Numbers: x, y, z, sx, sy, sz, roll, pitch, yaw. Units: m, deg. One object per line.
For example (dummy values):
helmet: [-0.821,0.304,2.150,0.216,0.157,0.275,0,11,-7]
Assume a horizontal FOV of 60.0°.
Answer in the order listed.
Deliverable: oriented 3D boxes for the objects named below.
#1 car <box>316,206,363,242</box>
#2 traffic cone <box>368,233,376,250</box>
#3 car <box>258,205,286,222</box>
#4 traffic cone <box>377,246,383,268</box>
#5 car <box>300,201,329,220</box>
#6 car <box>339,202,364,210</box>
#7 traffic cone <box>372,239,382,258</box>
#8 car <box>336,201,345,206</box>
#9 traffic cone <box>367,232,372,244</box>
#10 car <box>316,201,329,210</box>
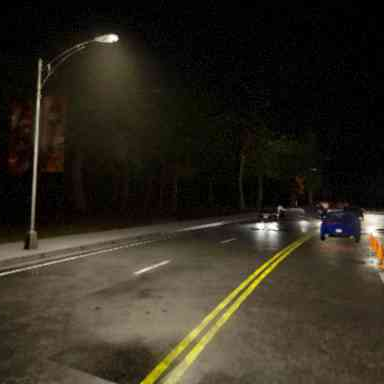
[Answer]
car: [8.454,1.813,18.787,1.882,1.535,5.008,0,-1,27]
traffic cone: [7.947,2.225,14.415,0.340,0.580,0.340,0,-1,24]
car: [7.732,2.008,31.936,2.128,1.511,4.902,0,-1,28]
traffic cone: [6.298,2.162,10.770,0.340,0.580,0.340,0,-1,24]
car: [12.465,1.949,33.956,2.097,1.767,4.553,0,-1,28]
car: [16.560,2.125,34.340,1.882,1.535,5.008,0,-1,28]
traffic cone: [7.123,2.193,12.592,0.340,0.580,0.340,0,-1,24]
car: [31.709,2.657,70.404,2.097,1.767,4.553,0,-1,28]
traffic cone: [8.771,2.258,16.237,0.340,0.580,0.340,0,-1,24]
car: [26.581,2.638,67.630,2.097,1.767,4.553,0,-1,28]
